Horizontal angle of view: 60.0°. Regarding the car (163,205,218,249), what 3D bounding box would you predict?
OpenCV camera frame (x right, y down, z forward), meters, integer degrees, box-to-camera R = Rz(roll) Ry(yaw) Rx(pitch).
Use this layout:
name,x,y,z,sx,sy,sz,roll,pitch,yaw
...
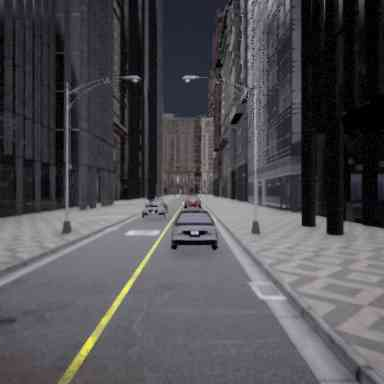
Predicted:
name,x,y,z,sx,sy,sz,roll,pitch,yaw
car,0.096,1.492,14.287,2.033,1.411,5.357,0,0,0

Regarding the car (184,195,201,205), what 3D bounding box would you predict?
name,x,y,z,sx,sy,sz,roll,pitch,yaw
car,0.096,1.202,43.244,2.097,1.767,4.553,0,0,0

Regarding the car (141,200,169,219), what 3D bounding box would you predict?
name,x,y,z,sx,sy,sz,roll,pitch,yaw
car,-3.003,1.368,27.900,1.994,1.385,4.181,0,0,0
